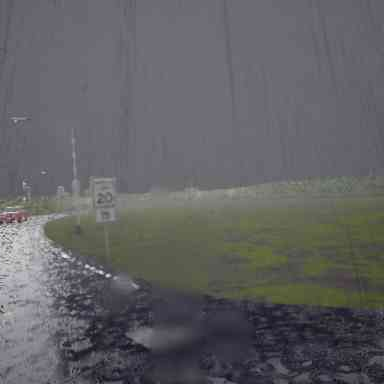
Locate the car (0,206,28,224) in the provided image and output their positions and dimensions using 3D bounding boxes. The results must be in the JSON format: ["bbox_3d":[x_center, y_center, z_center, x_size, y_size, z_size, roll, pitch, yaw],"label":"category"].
[{"bbox_3d":[-22.398,2.860,42.038,2.150,2.045,5.566,-4,0,-16],"label":"car"}]
